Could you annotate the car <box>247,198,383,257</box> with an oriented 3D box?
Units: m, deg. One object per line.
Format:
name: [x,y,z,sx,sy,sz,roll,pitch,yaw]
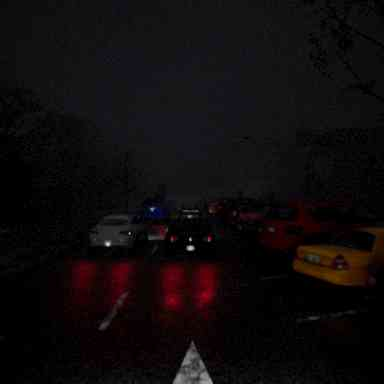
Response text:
car: [5.054,1.345,11.568,5.566,2.045,2.435,1,-1,-20]

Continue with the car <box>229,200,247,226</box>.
car: [4.993,1.560,20.564,4.553,1.767,2.185,1,0,-20]

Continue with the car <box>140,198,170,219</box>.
car: [-3.174,1.519,29.039,2.150,2.045,5.566,0,-1,0]

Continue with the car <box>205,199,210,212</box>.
car: [4.650,1.917,38.489,5.366,1.575,1.946,1,-1,-20]

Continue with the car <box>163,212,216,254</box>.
car: [-0.062,1.735,14.128,1.895,1.301,4.718,0,-1,0]

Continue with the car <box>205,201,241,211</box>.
car: [4.727,2.127,50.560,5.008,1.535,2.097,1,-1,-20]

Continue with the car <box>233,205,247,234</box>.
car: [4.989,1.655,17.553,4.892,1.521,2.231,1,0,-20]

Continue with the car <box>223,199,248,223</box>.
car: [4.907,1.592,23.550,4.553,1.767,2.185,1,-1,-20]

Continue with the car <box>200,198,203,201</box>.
car: [4.669,2.333,62.583,4.792,1.488,2.163,1,-1,-20]

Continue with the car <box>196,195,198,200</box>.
car: [4.531,2.159,74.565,5.566,2.045,2.435,1,0,-20]

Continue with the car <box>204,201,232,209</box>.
car: [4.669,2.309,59.558,4.674,1.452,2.002,1,0,-20]

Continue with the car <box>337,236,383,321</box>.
car: [5.054,1.580,5.548,4.674,1.452,2.002,1,-1,-20]

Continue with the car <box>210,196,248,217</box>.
car: [4.919,1.542,29.578,5.566,2.045,2.435,1,-1,-20]

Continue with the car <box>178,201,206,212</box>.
car: [-0.174,1.798,29.330,2.128,1.511,4.902,0,-1,0]

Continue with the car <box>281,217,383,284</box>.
car: [5.218,1.567,8.617,5.366,1.575,1.946,1,-1,-20]

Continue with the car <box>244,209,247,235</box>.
car: [5.029,1.654,14.569,4.792,1.488,2.163,1,-1,-20]

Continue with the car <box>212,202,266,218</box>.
car: [5.019,1.879,35.626,5.366,1.575,1.946,1,-1,-20]

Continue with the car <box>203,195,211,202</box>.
car: [4.781,1.721,41.545,5.566,2.045,2.435,1,-1,-20]

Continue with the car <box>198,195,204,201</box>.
car: [4.650,2.087,65.585,5.566,2.045,2.435,1,-1,-20]

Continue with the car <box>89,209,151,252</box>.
car: [-3.061,1.663,14.378,1.812,1.442,4.674,0,0,0]
